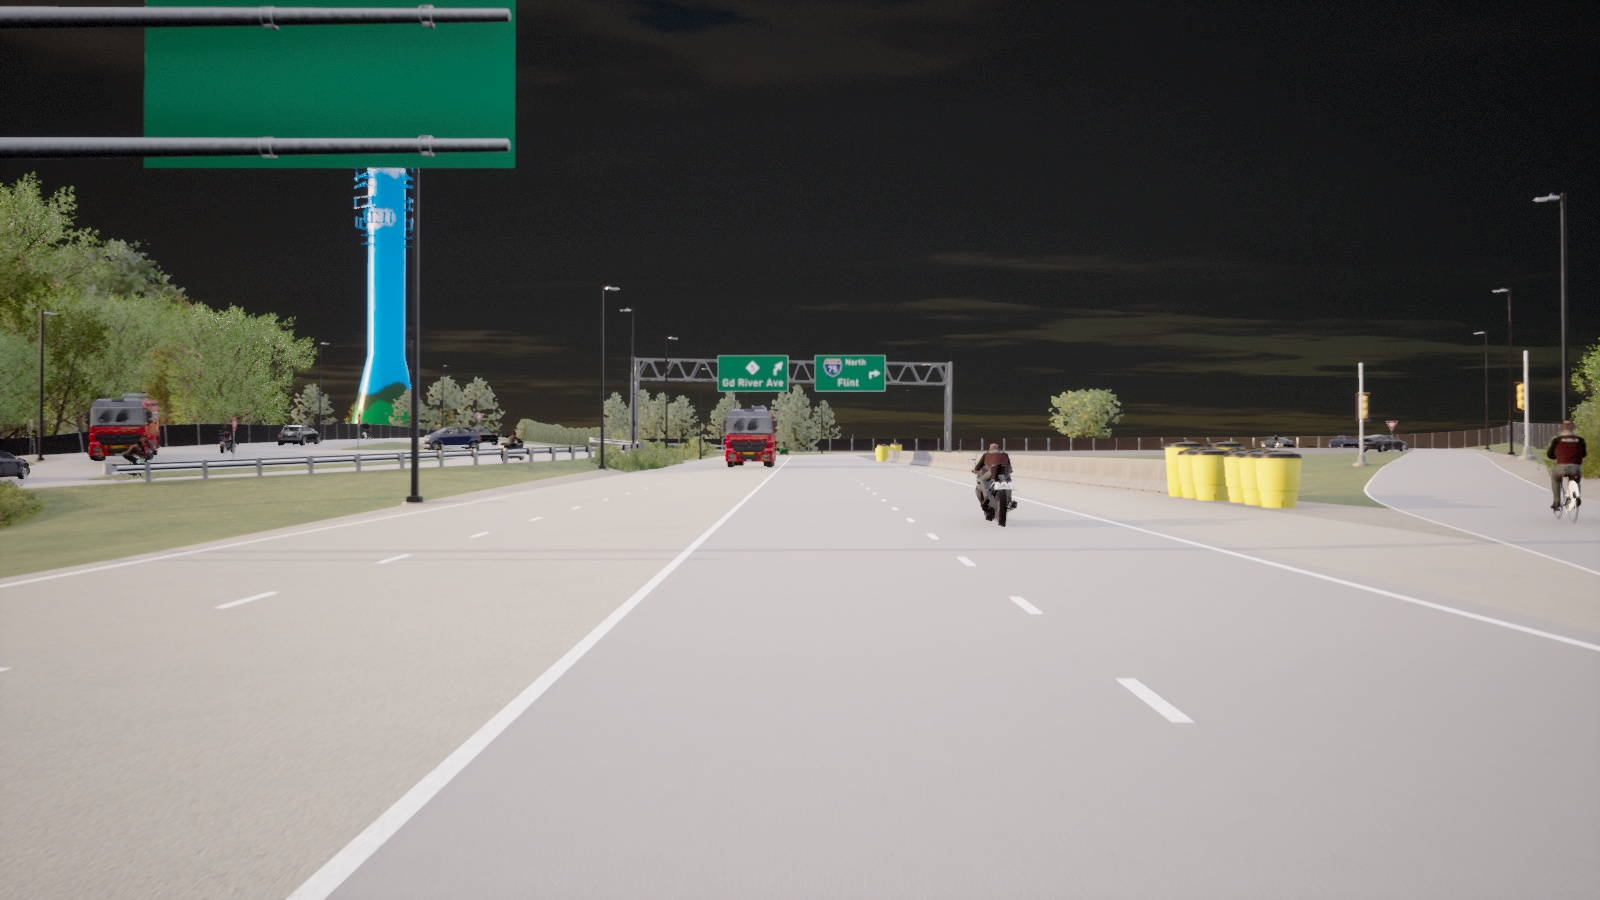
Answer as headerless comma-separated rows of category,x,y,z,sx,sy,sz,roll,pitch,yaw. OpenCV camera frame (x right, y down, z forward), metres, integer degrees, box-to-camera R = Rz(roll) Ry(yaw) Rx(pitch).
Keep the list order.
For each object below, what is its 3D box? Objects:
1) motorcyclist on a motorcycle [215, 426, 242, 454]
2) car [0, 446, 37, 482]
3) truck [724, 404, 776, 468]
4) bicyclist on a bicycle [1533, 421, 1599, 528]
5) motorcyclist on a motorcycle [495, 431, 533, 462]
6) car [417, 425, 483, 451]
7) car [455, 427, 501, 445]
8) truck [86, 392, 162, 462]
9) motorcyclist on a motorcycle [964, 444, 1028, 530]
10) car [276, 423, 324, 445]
motorcyclist on a motorcycle,-36.350,-0.662,79.926,0.766,1.649,2.350,-1,3,-4
car,-36.500,0.625,56.681,1.845,1.501,3.633,0,2,0
truck,-3.034,-0.851,78.820,2.891,3.827,8.468,0,0,0
bicyclist on a bicycle,13.329,0.399,21.853,0.659,1.776,1.843,0,1,20
motorcyclist on a motorcycle,-14.385,-0.193,63.269,0.797,1.523,2.044,-1,1,22
car,-22.972,-0.793,82.450,3.705,1.549,1.789,-2,3,-35
car,-24.097,-1.047,93.814,1.895,1.301,4.718,0,1,-34
truck,-39.774,-1.466,74.131,2.891,3.827,8.468,-1,3,-21
motorcyclist on a motorcycle,3.649,0.662,23.539,0.866,1.530,2.191,0,0,0
car,-36.671,-1.188,92.126,1.970,1.475,3.806,0,2,1
